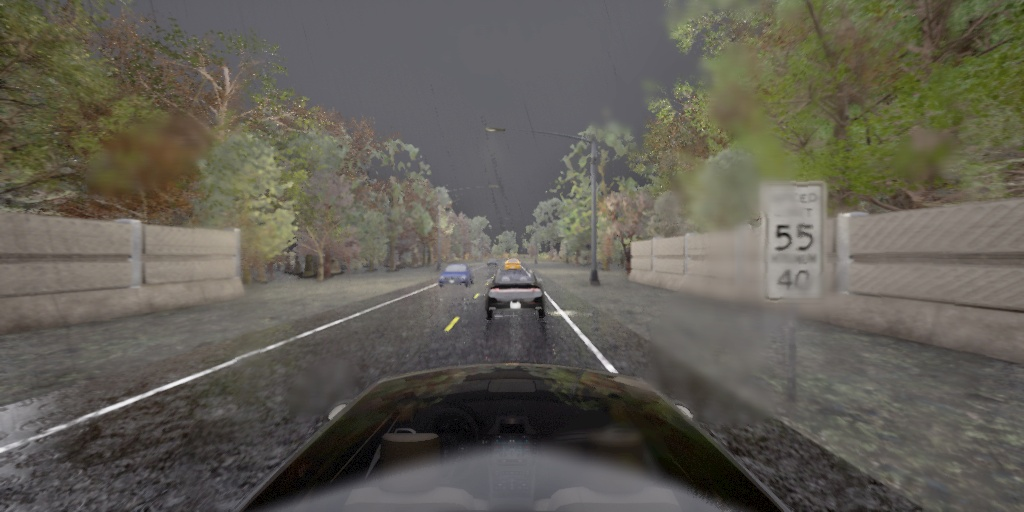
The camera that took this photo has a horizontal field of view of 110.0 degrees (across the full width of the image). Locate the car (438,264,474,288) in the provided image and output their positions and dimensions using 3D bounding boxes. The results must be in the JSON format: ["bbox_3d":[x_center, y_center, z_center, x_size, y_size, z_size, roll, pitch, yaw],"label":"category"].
[{"bbox_3d":[-3.601,1.251,23.783,1.812,1.442,4.674,0,0,0],"label":"car"}]

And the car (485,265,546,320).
[{"bbox_3d":[0.098,1.222,12.624,2.128,1.511,4.902,-1,0,0],"label":"car"}]

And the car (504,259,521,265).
[{"bbox_3d":[0.093,1.156,44.805,1.882,1.535,5.008,0,0,0],"label":"car"}]
